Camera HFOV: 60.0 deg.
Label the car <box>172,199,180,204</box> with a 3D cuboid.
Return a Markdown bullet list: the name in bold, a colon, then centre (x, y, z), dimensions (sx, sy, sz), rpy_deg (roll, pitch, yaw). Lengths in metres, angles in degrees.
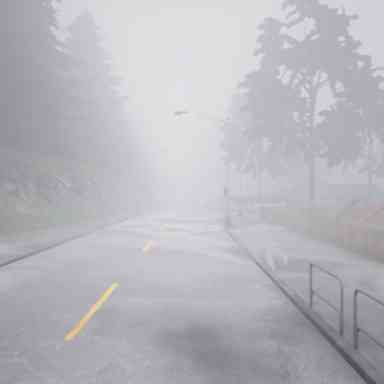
- **car**: centre (-3.988, 2.344, 83.617), dimensions (1.994, 1.385, 4.181), rpy_deg (0, -1, 0)

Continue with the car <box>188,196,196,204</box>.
- **car**: centre (0.012, 2.274, 84.834), dimensions (1.812, 1.442, 4.674), rpy_deg (0, -1, 0)

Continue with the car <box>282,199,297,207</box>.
- **car**: centre (15.794, 1.818, 54.651), dimensions (1.994, 1.381, 4.181), rpy_deg (0, -1, 0)
